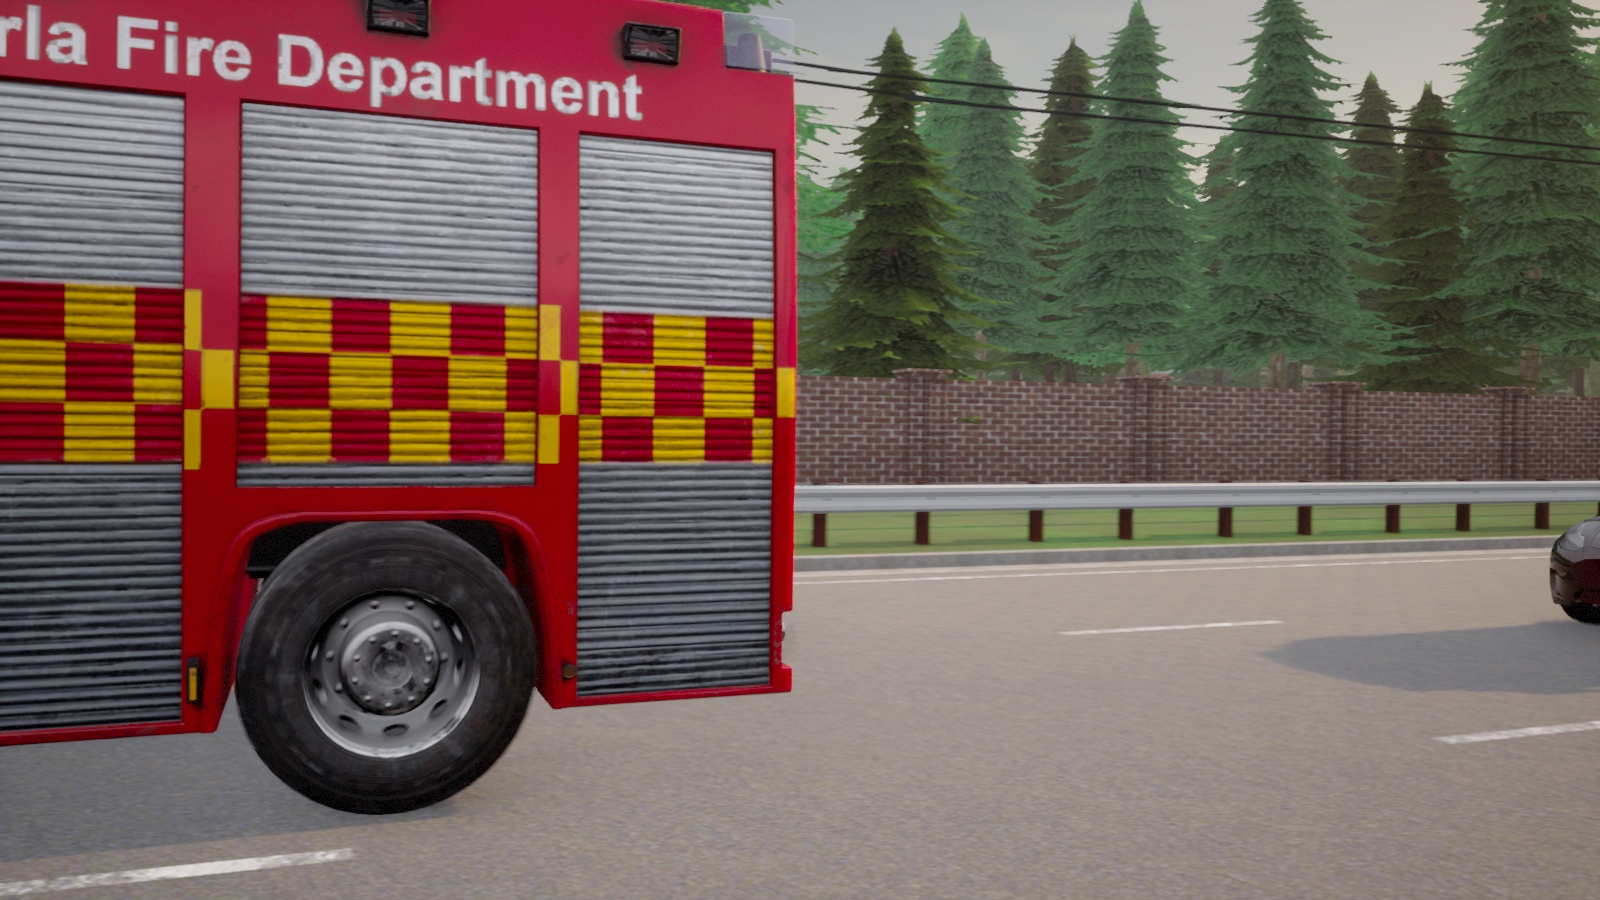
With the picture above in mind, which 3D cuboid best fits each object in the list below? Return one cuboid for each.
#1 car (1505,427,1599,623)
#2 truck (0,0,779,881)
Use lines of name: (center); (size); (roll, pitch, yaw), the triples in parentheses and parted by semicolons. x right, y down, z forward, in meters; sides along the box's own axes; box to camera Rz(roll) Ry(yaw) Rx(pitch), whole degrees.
car: (8.436, 0.541, 10.186); (4.792, 1.488, 2.163); (-1, 1, -21)
truck: (-4.581, -0.402, 5.230); (8.468, 3.827, 2.891); (-1, 1, -21)
